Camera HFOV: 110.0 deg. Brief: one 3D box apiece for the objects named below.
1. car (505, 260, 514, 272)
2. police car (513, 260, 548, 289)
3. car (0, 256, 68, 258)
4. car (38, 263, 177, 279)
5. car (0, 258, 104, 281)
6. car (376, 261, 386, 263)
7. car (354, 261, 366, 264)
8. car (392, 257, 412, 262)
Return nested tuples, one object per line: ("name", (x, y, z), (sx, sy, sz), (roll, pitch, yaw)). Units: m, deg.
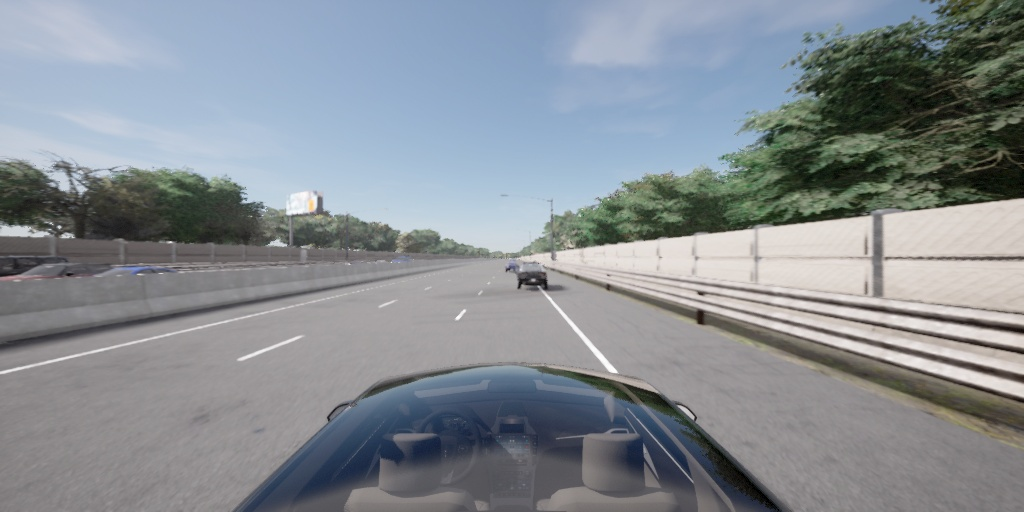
("car", (0.063, 1.422, 46.613), (1.895, 1.301, 4.718), (0, 0, 1))
("police car", (1.242, 1.196, 23.426), (1.930, 1.638, 5.238), (0, 0, 0))
("car", (-24.572, 0.991, 16.997), (2.150, 2.045, 5.566), (0, 0, 0))
("car", (-17.574, 1.243, 16.588), (1.882, 1.535, 5.008), (0, 0, 0))
("car", (-21.074, 1.118, 16.720), (2.097, 1.767, 4.553), (0, 0, 0))
("car", (-20.974, 1.469, 57.034), (1.895, 1.301, 4.718), (0, 0, 1))
("car", (-24.474, 1.470, 57.036), (1.895, 1.301, 4.718), (0, 0, 1))
("car", (-17.480, 1.112, 57.021), (2.150, 2.045, 5.566), (0, 0, 1))
